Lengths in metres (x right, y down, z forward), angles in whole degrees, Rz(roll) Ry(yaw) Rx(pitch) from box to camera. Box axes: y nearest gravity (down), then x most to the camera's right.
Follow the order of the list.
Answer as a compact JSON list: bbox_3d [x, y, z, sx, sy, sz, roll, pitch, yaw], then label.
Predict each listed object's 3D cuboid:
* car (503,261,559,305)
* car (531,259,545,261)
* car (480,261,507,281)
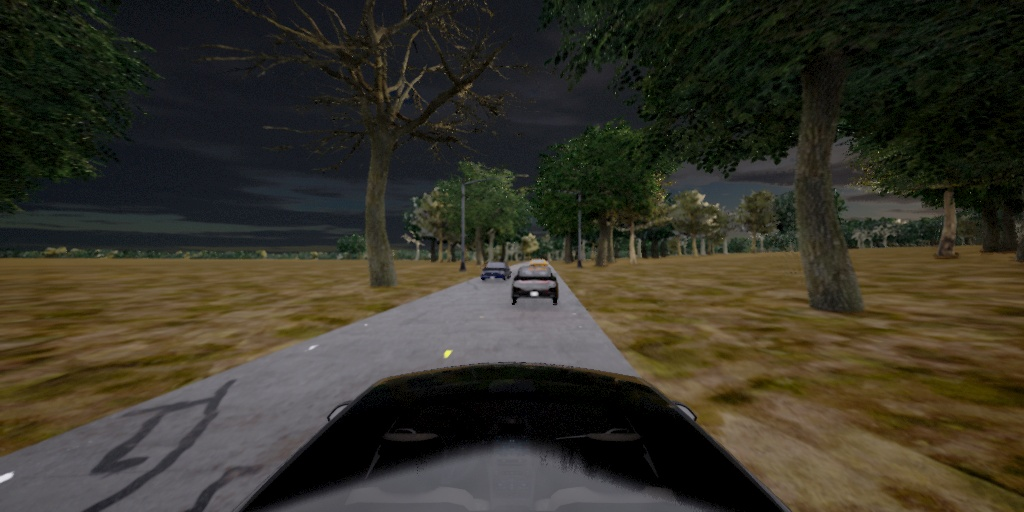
[{"bbox_3d":[1.003,1.157,15.548,2.128,1.511,4.902,0,0,4],"label":"car"},{"bbox_3d":[2.641,1.025,35.950,1.882,1.535,5.008,0,0,5],"label":"car"},{"bbox_3d":[-1.151,1.122,27.609,2.033,1.411,5.357,0,0,5],"label":"car"}]
